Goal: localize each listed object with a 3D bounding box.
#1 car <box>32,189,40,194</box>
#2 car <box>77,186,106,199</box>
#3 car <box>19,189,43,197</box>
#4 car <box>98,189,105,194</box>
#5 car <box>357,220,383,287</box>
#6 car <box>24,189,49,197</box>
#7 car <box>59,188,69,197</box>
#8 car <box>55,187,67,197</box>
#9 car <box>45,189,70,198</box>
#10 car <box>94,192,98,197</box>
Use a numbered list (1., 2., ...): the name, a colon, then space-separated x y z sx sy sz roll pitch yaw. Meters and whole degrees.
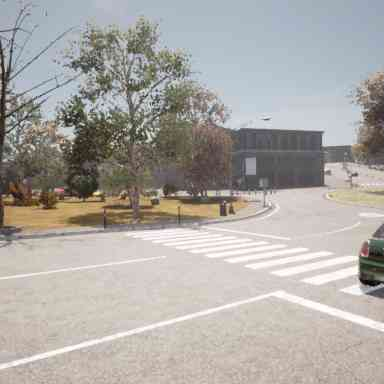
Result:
1. car: -33.266 0.102 74.605 2.185 1.767 4.553 0 2 18
2. car: -19.138 0.054 63.744 2.435 2.045 5.566 -2 2 17
3. car: -37.888 0.151 78.348 2.097 1.535 5.008 0 3 19
4. car: -14.385 0.125 60.128 2.185 1.767 4.553 -2 2 16
5. car: 6.042 1.320 7.990 4.553 1.767 2.097 -1 0 -34
6. car: -35.633 0.194 76.308 1.946 1.575 5.366 0 3 18
7. car: -23.874 0.351 67.296 2.163 1.488 4.792 -1 2 17
8. car: -26.237 0.062 69.101 2.435 2.045 5.566 0 2 17
9. car: -28.584 0.294 70.958 2.231 1.521 4.892 -1 2 18
10. car: -16.798 0.287 61.753 1.946 1.575 5.366 -1 2 17
